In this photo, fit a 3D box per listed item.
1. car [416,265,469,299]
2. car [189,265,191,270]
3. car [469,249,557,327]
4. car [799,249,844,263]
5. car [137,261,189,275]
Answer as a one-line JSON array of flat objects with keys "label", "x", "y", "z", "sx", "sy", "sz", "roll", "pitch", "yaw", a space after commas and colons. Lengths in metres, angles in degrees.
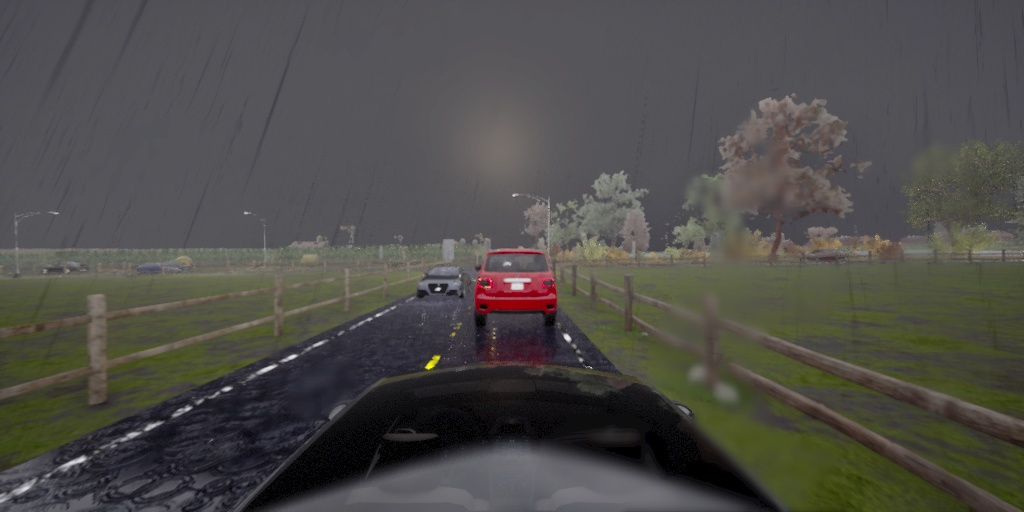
[{"label": "car", "x": -3.000, "y": 1.126, "z": 16.460, "sx": 1.994, "sy": 1.385, "sz": 4.181, "roll": 0, "pitch": 1, "yaw": 0}, {"label": "car", "x": -44.484, "y": 1.437, "z": 46.383, "sx": 4.902, "sy": 1.511, "sz": 2.128, "roll": -1, "pitch": 1, "yaw": 1}, {"label": "car", "x": 0.014, "y": 0.845, "z": 11.233, "sx": 2.150, "sy": 2.045, "sz": 5.566, "roll": 0, "pitch": 0, "yaw": -2}, {"label": "car", "x": 39.295, "y": -0.079, "z": 45.630, "sx": 4.553, "sy": 1.767, "sz": 2.097, "roll": -1, "pitch": 1, "yaw": 1}, {"label": "car", "x": -42.709, "y": 1.477, "z": 43.543, "sx": 4.674, "sy": 1.442, "sz": 1.812, "roll": -1, "pitch": 1, "yaw": 1}]
